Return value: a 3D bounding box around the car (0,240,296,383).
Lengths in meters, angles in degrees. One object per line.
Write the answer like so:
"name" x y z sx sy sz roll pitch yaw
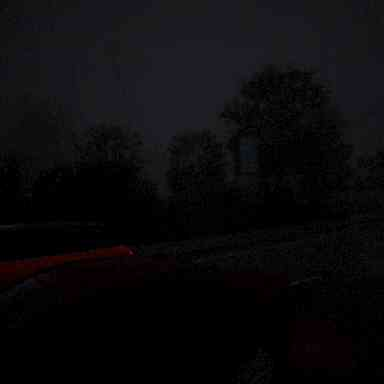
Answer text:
"car" -1.051 1.480 3.358 5.008 1.535 1.882 -1 0 -36

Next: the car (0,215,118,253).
"car" -3.313 1.366 6.053 4.553 1.767 2.097 -1 0 -36
